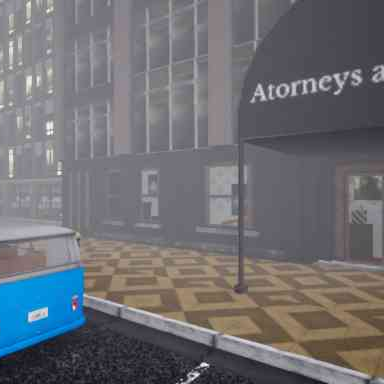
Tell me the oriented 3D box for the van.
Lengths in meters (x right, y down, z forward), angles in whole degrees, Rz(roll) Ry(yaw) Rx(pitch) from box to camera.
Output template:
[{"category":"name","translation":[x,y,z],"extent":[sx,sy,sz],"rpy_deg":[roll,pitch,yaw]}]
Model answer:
[{"category":"van","translation":[-3.483,1.341,5.349],"extent":[3.998,1.788,1.690],"rpy_deg":[0,0,35]}]
